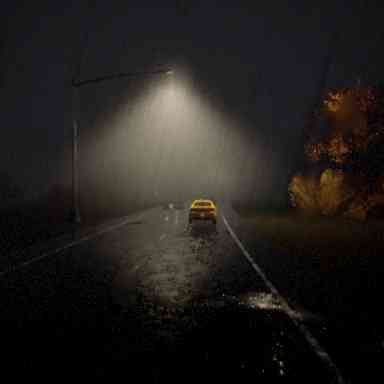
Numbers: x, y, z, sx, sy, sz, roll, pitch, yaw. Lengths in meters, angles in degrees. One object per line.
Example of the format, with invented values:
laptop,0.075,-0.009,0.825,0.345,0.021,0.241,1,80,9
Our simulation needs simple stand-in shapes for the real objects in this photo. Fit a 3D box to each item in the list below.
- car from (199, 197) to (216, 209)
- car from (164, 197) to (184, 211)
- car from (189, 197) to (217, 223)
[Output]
car,2.049,1.337,42.100,1.994,1.385,4.181,0,0,5
car,-1.992,1.291,37.514,2.128,1.511,4.902,0,0,5
car,0.813,1.349,24.433,1.882,1.535,5.008,0,1,3
